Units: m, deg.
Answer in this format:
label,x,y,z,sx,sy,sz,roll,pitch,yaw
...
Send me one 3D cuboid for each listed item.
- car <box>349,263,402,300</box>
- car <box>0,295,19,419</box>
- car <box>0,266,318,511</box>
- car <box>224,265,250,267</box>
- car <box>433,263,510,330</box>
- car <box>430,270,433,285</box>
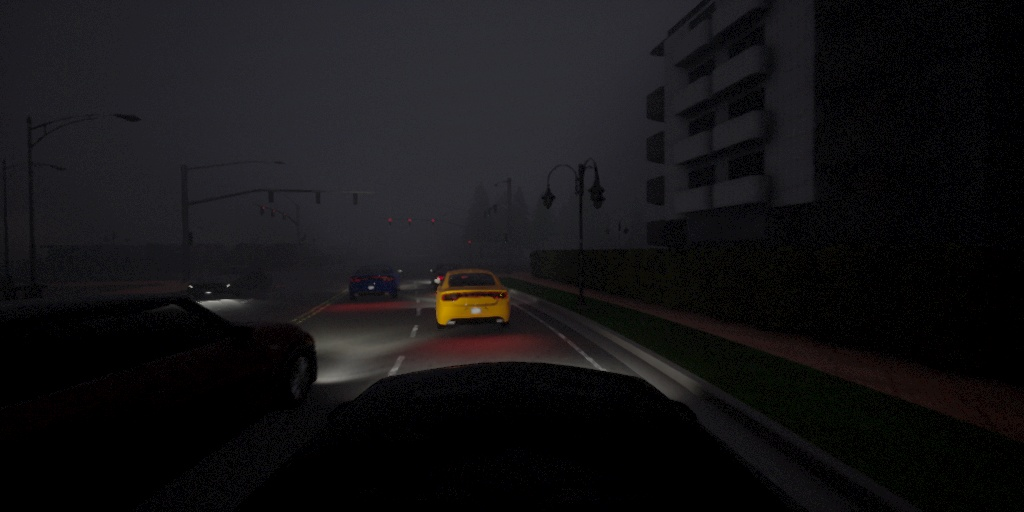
label,x,y,z,sx,sy,sz,roll,pitch,yaw
car,-6.245,1.080,16.725,1.882,1.535,5.008,-1,1,-15
car,-7.268,1.295,2.095,2.128,1.511,4.902,0,1,-3
car,-3.727,1.112,3.217,2.097,1.767,4.553,-1,1,-3
car,-13.985,1.193,18.242,2.033,1.411,5.357,-1,1,-15
car,-1.306,1.117,10.891,1.882,1.535,5.008,-1,1,-11
car,-3.624,1.078,20.546,2.033,1.411,5.357,-1,1,-15
